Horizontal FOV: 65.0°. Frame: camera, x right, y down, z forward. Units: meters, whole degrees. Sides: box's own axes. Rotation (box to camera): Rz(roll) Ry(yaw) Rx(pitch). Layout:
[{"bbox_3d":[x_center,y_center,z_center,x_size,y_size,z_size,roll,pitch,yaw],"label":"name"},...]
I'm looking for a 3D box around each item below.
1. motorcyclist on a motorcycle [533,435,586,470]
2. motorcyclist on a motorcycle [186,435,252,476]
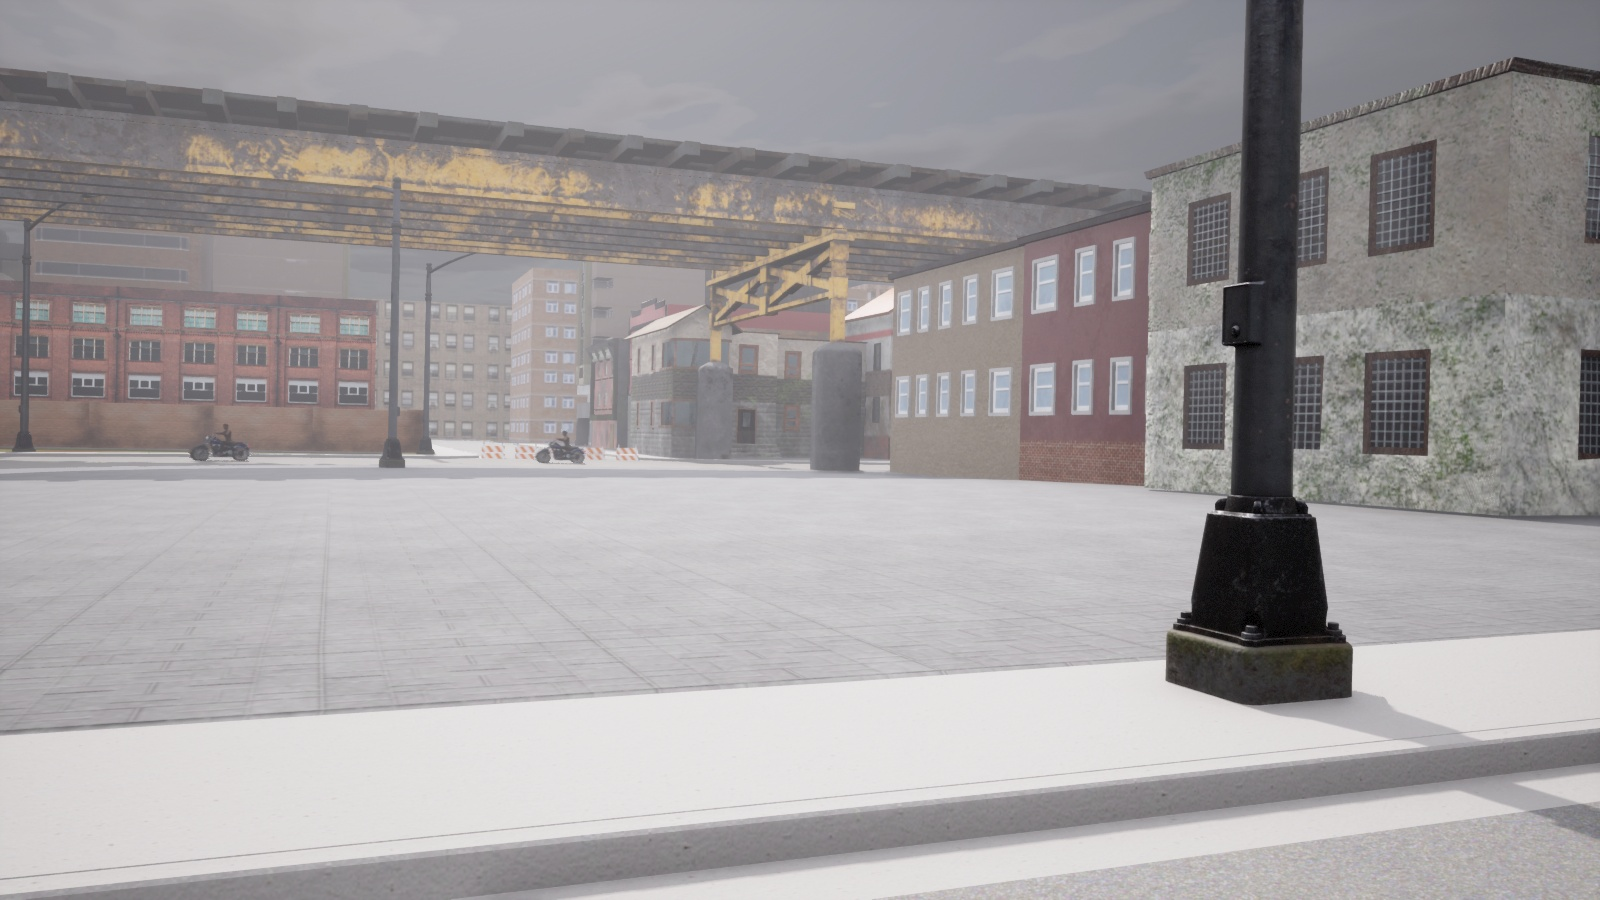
[{"bbox_3d":[-11.545,0.121,60.289,2.350,1.649,0.766,0,1,-21],"label":"motorcyclist on a motorcycle"},{"bbox_3d":[-24.334,0.207,52.622,2.350,1.649,0.766,-1,1,-43],"label":"motorcyclist on a motorcycle"}]
